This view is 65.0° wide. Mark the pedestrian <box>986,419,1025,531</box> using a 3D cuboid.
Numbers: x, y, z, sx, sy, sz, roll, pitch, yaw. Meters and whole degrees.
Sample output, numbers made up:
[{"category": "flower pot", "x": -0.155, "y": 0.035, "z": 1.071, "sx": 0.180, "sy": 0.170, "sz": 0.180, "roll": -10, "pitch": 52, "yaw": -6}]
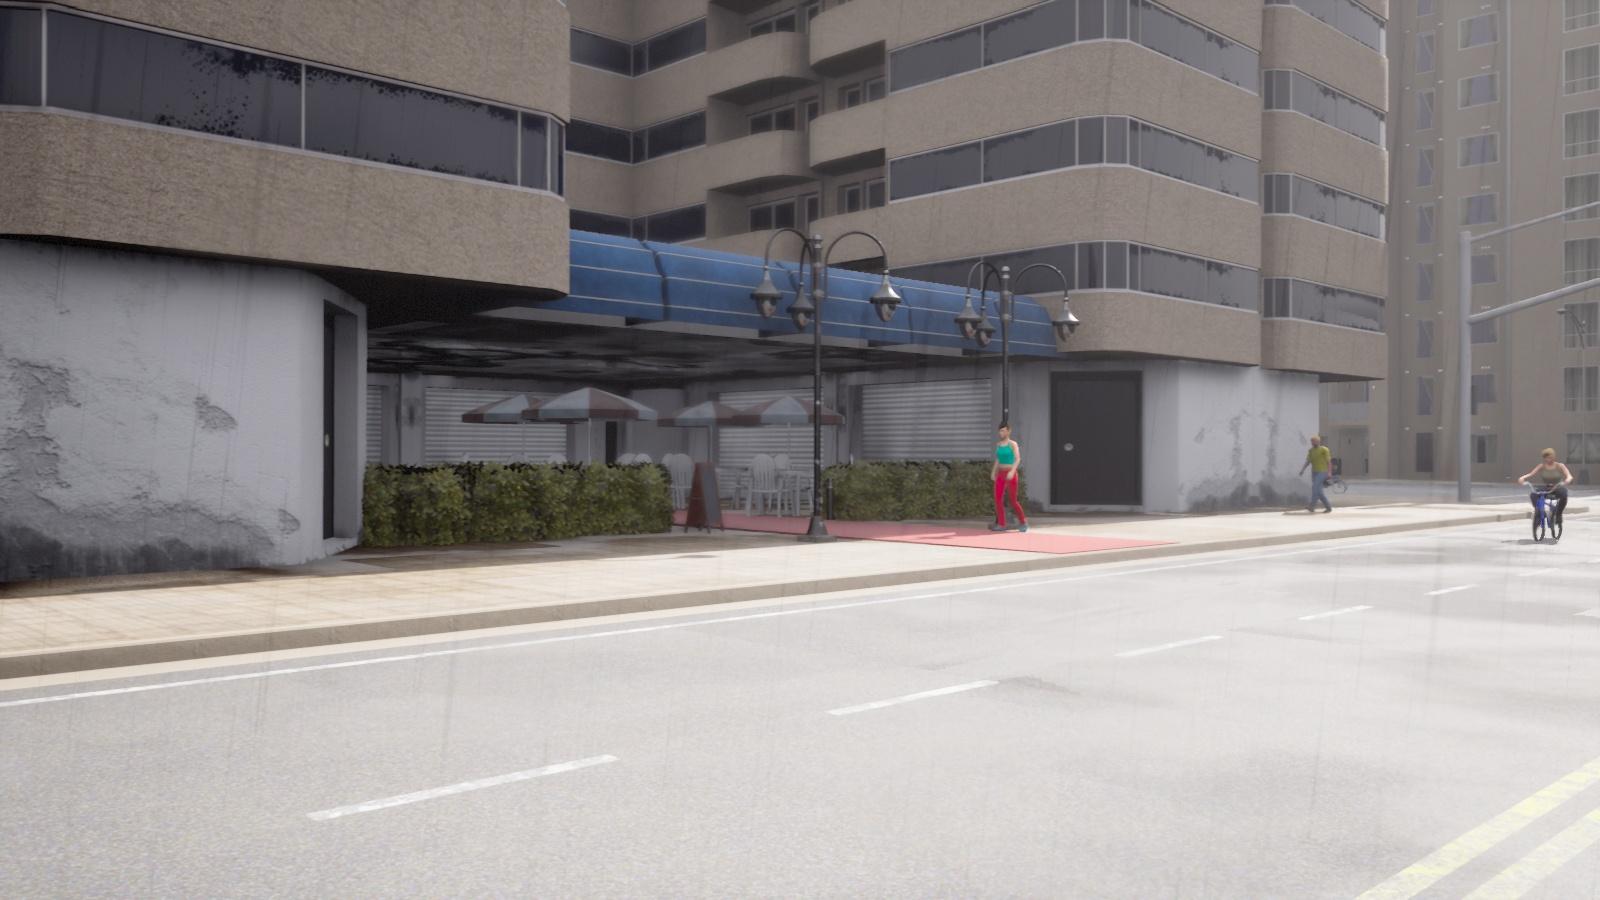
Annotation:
[{"category": "pedestrian", "x": 3.429, "y": 0.417, "z": 20.944, "sx": 0.594, "sy": 1.836, "sz": 0.345, "roll": 0, "pitch": 0, "yaw": -40}]

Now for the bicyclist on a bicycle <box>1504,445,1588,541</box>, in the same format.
[{"category": "bicyclist on a bicycle", "x": 12.951, "y": 0.718, "z": 21.784, "sx": 1.509, "sy": 1.612, "sz": 0.866, "roll": 0, "pitch": 0, "yaw": -43}]

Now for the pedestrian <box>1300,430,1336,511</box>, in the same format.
[{"category": "pedestrian", "x": 11.758, "y": 0.459, "z": 28.513, "sx": 0.706, "sy": 1.836, "sz": 0.354, "roll": 0, "pitch": 0, "yaw": -20}]
